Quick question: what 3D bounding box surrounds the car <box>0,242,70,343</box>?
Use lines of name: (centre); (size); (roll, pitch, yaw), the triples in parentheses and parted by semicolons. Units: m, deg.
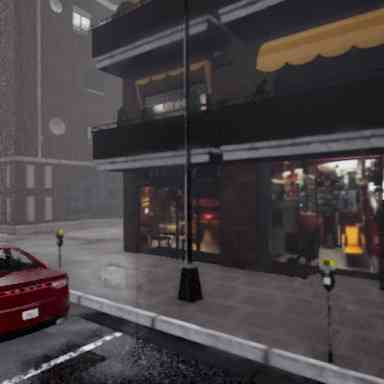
car: (-4.029, 1.546, 5.887); (4.507, 1.381, 1.887); (0, -1, 36)
